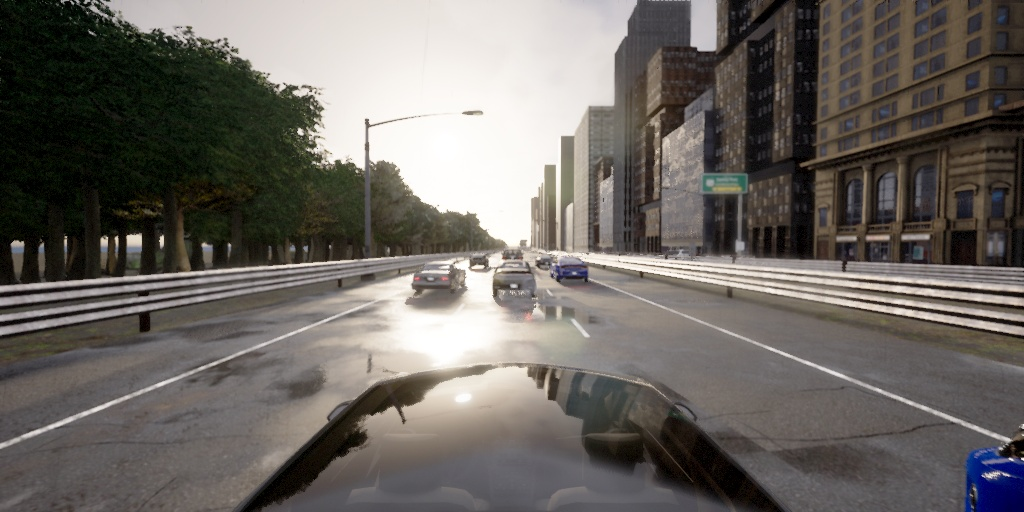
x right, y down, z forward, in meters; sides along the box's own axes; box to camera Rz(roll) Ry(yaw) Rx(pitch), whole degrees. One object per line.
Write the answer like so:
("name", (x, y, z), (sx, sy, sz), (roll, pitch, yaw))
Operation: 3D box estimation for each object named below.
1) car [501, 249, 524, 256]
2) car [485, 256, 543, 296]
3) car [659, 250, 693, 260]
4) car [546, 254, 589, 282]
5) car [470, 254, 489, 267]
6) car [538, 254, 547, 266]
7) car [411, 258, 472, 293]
("car", (0.052, 0.247, 37.062), (2.150, 2.045, 5.566), (0, 1, 0))
("car", (0.078, 0.930, 16.790), (2.128, 1.511, 4.902), (0, 1, 0))
("car", (22.822, 0.142, 50.508), (2.150, 2.045, 5.566), (0, 1, -17))
("car", (3.570, 0.789, 22.992), (1.882, 1.535, 5.008), (0, 1, 0))
("car", (-3.449, 0.514, 37.886), (1.837, 1.490, 4.892), (0, 1, 0))
("car", (3.550, 0.517, 38.834), (1.812, 1.442, 4.674), (0, 1, 0))
("car", (-3.422, 0.969, 17.618), (2.033, 1.411, 5.357), (0, 1, 0))
